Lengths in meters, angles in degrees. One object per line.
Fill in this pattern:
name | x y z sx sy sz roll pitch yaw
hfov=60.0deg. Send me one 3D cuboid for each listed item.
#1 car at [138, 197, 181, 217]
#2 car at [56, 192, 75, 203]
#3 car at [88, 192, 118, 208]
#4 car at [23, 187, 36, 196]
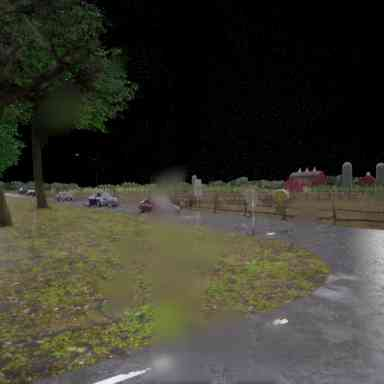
car | -2.786 1.153 27.237 1.812 1.442 4.674 -1 1 -36
car | -18.960 0.782 49.762 1.837 1.490 4.892 -1 1 -36
car | -10.025 0.796 37.239 2.097 1.767 4.553 -1 1 -36
car | -40.889 0.228 84.796 1.882 1.535 5.008 -1 1 -36
